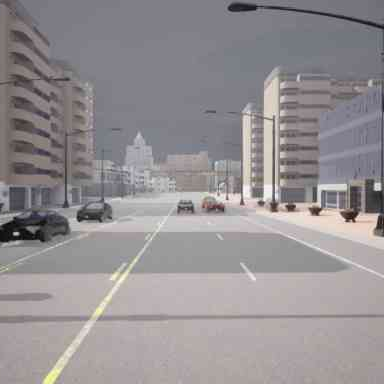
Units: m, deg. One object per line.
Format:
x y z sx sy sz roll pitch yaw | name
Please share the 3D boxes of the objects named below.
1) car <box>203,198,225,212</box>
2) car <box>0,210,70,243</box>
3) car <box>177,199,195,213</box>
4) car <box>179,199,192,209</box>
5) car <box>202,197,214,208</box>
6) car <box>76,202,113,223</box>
2.751 1.698 39.731 1.895 1.301 4.718 0 0 -1 | car
-7.405 1.579 15.942 1.994 1.385 4.181 0 0 -1 | car
-0.716 1.583 38.180 2.128 1.511 4.902 0 0 -1 | car
-0.936 1.728 48.143 1.895 1.301 4.718 0 0 -1 | car
2.540 1.481 49.137 2.097 1.767 4.553 0 0 -1 | car
-7.638 1.529 26.509 1.882 1.535 5.008 0 0 -1 | car
